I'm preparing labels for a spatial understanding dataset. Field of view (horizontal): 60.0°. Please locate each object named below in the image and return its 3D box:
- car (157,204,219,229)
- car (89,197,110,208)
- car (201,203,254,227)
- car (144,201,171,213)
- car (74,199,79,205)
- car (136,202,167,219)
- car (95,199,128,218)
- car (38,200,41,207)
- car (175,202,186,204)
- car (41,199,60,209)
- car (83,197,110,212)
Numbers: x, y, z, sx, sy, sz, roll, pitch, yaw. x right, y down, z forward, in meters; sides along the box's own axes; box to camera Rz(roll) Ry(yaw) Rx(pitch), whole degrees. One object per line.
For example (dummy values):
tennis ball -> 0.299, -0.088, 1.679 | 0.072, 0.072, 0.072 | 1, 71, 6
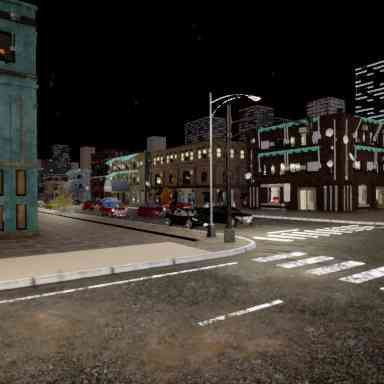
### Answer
car -> -0.364, 1.815, 23.789 | 1.947, 1.339, 4.313 | -1, 0, -35
car -> -17.451, 1.940, 62.612 | 2.192, 1.841, 5.009 | -1, 0, -35
car -> 2.464, 1.735, 24.511 | 1.812, 1.442, 4.674 | -1, 0, -37
car -> -4.646, 1.966, 44.545 | 1.802, 1.307, 4.206 | -1, 0, -35
car -> -27.043, 2.364, 76.164 | 1.947, 1.339, 4.313 | -1, 0, -35
car -> -4.009, 1.902, 33.646 | 1.994, 1.385, 4.181 | -1, 0, -35
car -> -8.289, 1.846, 35.183 | 1.967, 1.590, 4.097 | -1, 0, -35
car -> -30.682, 2.376, 66.802 | 2.008, 1.369, 4.403 | -1, 0, -35
car -> -1.448, 1.904, 40.029 | 1.802, 1.307, 4.206 | -2, 0, -35
car -> -24.185, 2.233, 57.628 | 1.752, 1.417, 4.829 | -1, 0, -35
car -> -14.023, 1.882, 47.847 | 2.097, 1.767, 4.553 | -1, 0, -35
